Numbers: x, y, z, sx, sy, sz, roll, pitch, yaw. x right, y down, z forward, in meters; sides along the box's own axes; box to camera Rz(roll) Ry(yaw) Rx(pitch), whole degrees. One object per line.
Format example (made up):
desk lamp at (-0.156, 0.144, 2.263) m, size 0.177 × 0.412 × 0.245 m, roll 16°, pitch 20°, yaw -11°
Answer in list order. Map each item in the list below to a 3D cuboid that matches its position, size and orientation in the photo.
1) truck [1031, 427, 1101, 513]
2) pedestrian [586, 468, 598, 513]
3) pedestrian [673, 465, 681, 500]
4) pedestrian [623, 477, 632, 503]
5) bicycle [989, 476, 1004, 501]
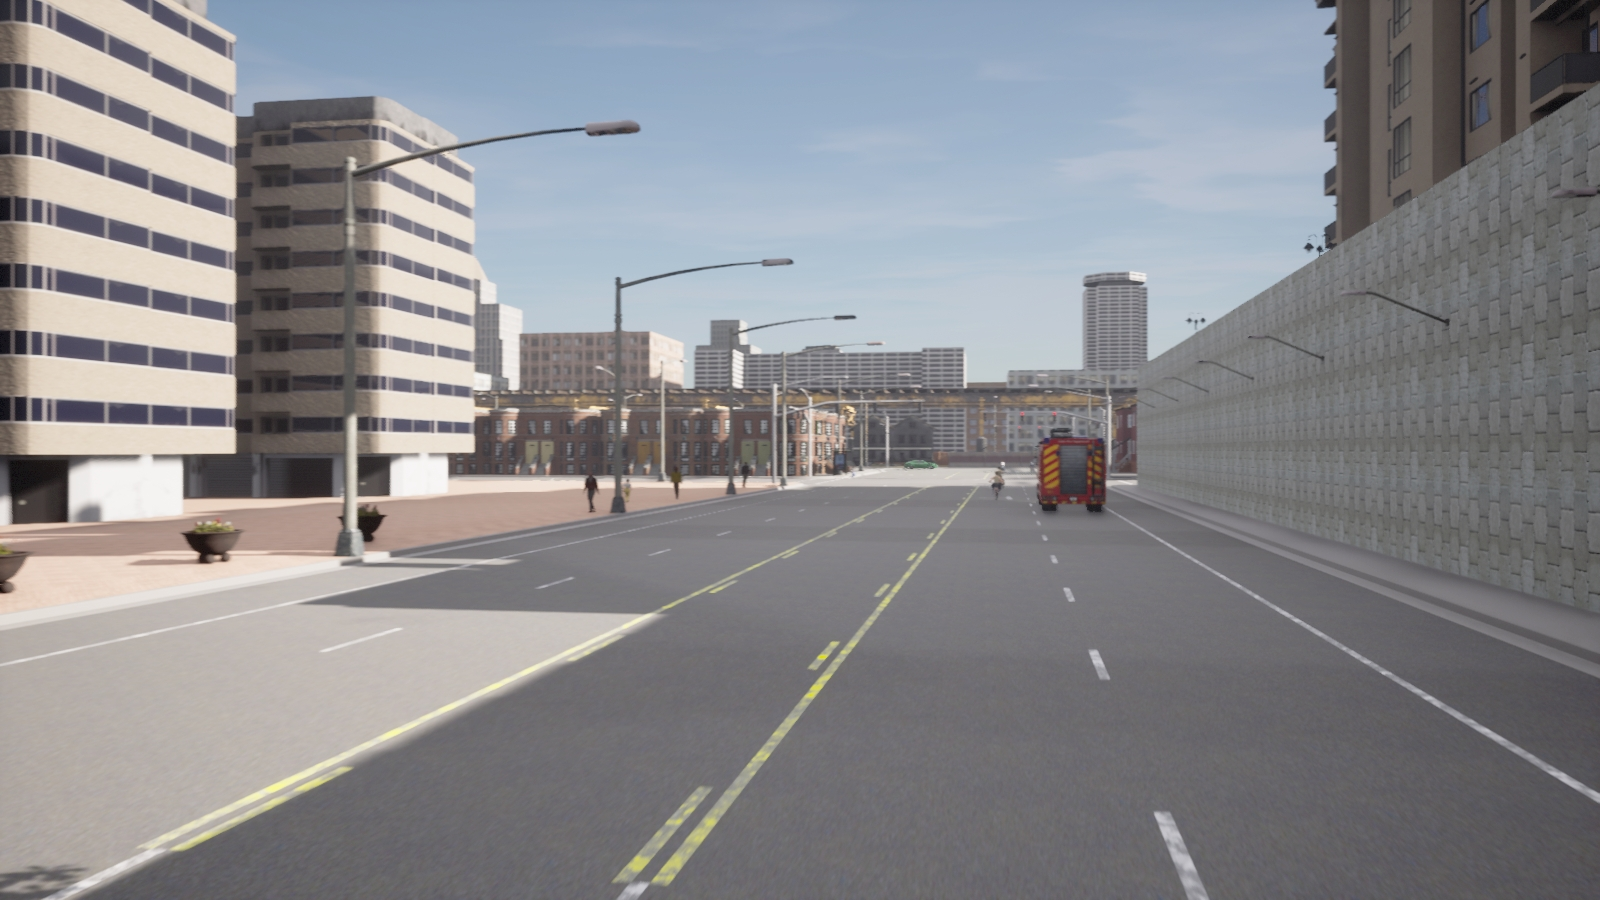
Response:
truck at (12.796, 0.898, 55.574) m, size 2.891 × 3.827 × 8.468 m, roll 0°, pitch 0°, yaw 10°
pedestrian at (-8.676, 1.694, 47.595) m, size 0.375 × 1.860 × 0.375 m, roll 0°, pitch 0°, yaw 10°
pedestrian at (-6.426, 1.694, 59.720) m, size 0.375 × 1.860 × 0.375 m, roll 0°, pitch 0°, yaw 0°
pedestrian at (-8.625, 1.985, 57.104) m, size 0.375 × 1.300 × 0.375 m, roll 0°, pitch 0°, yaw 12°
bicycle at (11.044, 2.152, 64.193) m, size 0.859 × 1.301 × 1.487 m, roll 0°, pitch 0°, yaw 10°
